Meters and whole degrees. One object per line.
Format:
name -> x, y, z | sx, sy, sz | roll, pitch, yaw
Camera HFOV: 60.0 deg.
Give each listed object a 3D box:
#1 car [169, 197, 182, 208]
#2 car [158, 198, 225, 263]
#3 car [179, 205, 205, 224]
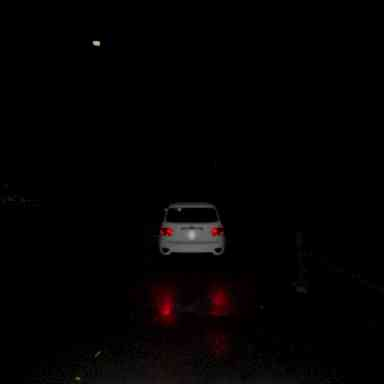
car -> -2.816, 1.830, 57.416 | 2.097, 1.767, 4.553 | 0, -1, 0
car -> 0.009, 1.356, 12.604 | 2.150, 2.045, 5.566 | 0, 0, 0
car -> 0.022, 1.832, 28.471 | 1.994, 1.385, 4.181 | 0, 0, 0
